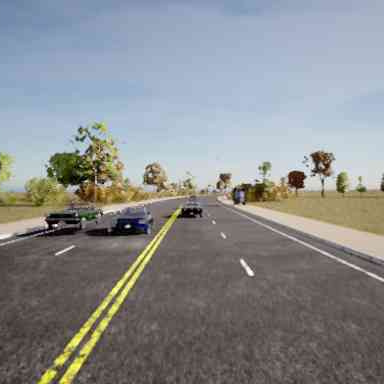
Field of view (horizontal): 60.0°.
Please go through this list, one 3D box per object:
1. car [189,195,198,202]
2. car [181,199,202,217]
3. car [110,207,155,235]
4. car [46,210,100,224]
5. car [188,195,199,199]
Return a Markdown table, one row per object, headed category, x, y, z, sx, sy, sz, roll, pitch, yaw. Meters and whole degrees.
| category | x | y | z | sx | sy | sz | roll | pitch | yaw |
| --- | --- | --- | --- | --- | --- | --- | --- | --- | --- |
| car | 0.347 | 1.472 | 73.437 | 1.837 | 1.490 | 4.892 | 0 | 0 | 2 |
| car | -0.007 | 1.592 | 31.322 | 1.895 | 1.301 | 4.718 | 0 | 0 | 0 |
| car | -3.255 | 1.561 | 18.822 | 1.994 | 1.385 | 4.181 | 0 | 0 | 0 |
| car | -6.505 | 1.245 | 18.791 | 1.895 | 1.301 | 4.718 | 0 | 0 | 0 |
| car | 0.091 | 1.533 | 46.351 | 2.033 | 1.411 | 5.357 | 0 | 0 | 0 |
